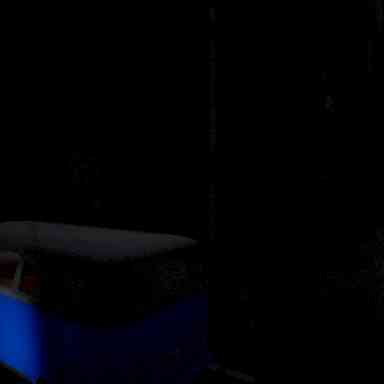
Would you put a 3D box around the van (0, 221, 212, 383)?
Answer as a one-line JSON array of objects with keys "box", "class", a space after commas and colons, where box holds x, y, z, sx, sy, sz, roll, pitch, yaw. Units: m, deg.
[{"box": [-1.685, 1.340, 4.276, 3.998, 1.788, 1.690, 0, 0, 36], "class": "van"}]
